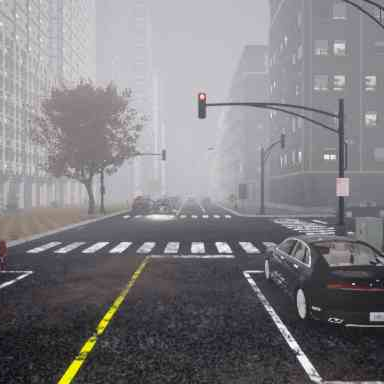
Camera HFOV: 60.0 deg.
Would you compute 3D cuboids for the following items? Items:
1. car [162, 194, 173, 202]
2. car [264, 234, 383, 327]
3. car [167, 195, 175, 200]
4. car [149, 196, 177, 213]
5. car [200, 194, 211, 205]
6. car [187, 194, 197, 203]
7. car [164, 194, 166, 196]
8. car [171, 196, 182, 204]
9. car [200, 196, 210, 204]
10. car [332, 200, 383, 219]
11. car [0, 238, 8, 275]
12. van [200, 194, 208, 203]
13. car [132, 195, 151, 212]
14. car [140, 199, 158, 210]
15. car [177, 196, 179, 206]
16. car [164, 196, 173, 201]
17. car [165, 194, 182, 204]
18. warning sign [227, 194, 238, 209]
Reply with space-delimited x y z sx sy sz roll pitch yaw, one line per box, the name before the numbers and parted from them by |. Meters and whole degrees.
car | -5.793 1.385 77.983 2.192 1.841 5.009 0 0 0
car | 2.679 1.551 6.946 2.008 1.369 4.403 0 0 0
car | -5.814 1.654 94.552 2.008 1.369 4.403 0 0 0
car | -3.147 1.510 37.139 2.128 1.511 4.902 0 0 0
car | 2.610 1.610 61.425 1.947 1.339 4.313 0 0 0
car | -0.089 1.602 68.653 2.033 1.411 5.357 0 0 0
car | -5.786 1.627 72.461 1.947 1.339 4.313 0 0 0
car | -3.112 1.530 66.946 1.882 1.535 5.008 0 0 0
car | 2.602 1.578 67.118 1.752 1.417 4.829 0 0 0
car | 13.391 1.350 26.366 4.403 1.369 2.008 -1 1 -1
car | -5.701 1.545 6.936 1.887 1.381 4.507 0 0 0
van | 2.595 1.402 72.472 1.690 1.788 3.998 0 0 0
car | -5.743 1.336 39.324 2.192 1.841 5.009 0 0 0
car | -5.750 1.592 44.847 1.947 1.339 4.313 0 0 0
car | -3.158 1.629 46.375 1.895 1.301 4.718 0 0 0
car | -5.800 1.632 83.507 2.008 1.369 4.403 0 0 0
car | -3.157 1.516 56.461 1.882 1.535 5.008 0 0 0
warning sign | 5.015 1.138 41.463 1.300 1.860 1.060 0 0 0
